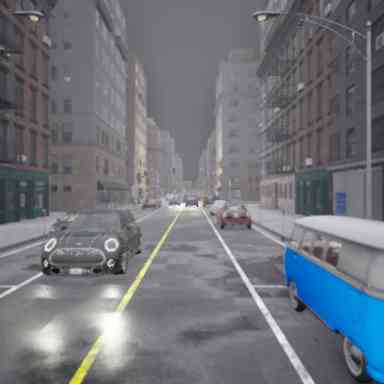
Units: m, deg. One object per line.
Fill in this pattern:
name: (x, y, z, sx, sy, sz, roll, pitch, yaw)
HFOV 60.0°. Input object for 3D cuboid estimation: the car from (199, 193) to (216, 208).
car: (2.632, 1.312, 49.240, 2.192, 1.841, 5.009, 0, 0, 0)

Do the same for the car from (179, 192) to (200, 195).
car: (-0.293, 1.334, 67.615, 2.097, 1.767, 4.553, 0, 0, 18)

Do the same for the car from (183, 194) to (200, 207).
car: (-0.010, 1.475, 50.389, 1.882, 1.535, 5.008, 0, 0, 0)

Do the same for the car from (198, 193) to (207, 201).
car: (2.695, 1.301, 86.611, 2.192, 1.841, 5.009, 0, 0, 0)

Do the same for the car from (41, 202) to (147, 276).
car: (-2.849, 1.351, 10.417, 2.097, 1.767, 4.553, 0, 0, 0)

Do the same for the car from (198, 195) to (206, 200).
car: (2.690, 1.535, 92.018, 2.008, 1.369, 4.403, 0, 0, 0)

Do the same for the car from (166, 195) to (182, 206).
car: (-2.755, 1.611, 53.620, 2.033, 1.411, 5.357, 0, 0, 0)

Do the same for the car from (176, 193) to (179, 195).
car: (-5.415, 1.550, 92.015, 1.947, 1.339, 4.313, 0, 0, 0)

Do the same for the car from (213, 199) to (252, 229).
car: (2.635, 1.439, 21.685, 1.967, 1.590, 4.097, 0, 0, 0)

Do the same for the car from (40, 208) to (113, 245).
car: (-5.390, 1.550, 16.173, 2.008, 1.369, 4.403, 0, 0, 0)

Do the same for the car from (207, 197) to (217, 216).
car: (2.747, 1.526, 32.756, 1.812, 1.442, 4.674, 0, 0, 0)

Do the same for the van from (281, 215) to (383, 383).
van: (2.637, 1.340, 5.152, 1.690, 1.788, 3.998, 0, 0, 0)

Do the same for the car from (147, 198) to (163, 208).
car: (-5.393, 1.563, 49.239, 1.947, 1.339, 4.313, 0, 0, 0)

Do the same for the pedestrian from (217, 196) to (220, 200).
pedestrian: (2.747, 1.293, 35.592, 0.375, 1.860, 0.375, 0, 0, -14)

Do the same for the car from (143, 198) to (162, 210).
car: (-5.392, 1.543, 43.728, 1.887, 1.381, 4.507, 0, 0, 0)
